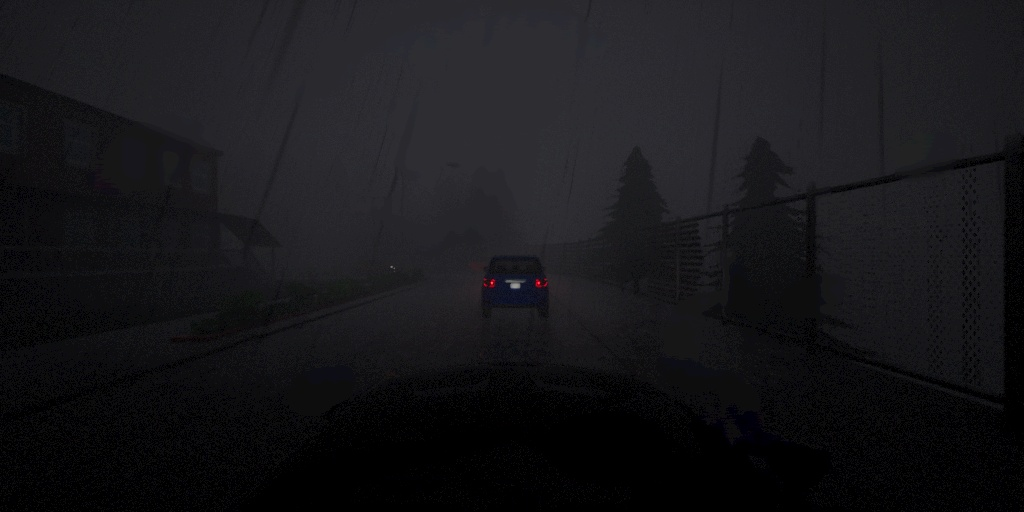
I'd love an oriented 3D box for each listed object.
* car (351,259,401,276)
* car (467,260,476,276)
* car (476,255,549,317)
[{"bbox_3d":[-13.288,1.104,35.284,4.553,1.767,2.097,0,0,3],"label":"car"},{"bbox_3d":[-2.446,0.975,35.689,2.150,2.045,5.566,1,-1,-35],"label":"car"},{"bbox_3d":[0.099,0.972,13.267,2.150,2.045,5.566,0,0,0],"label":"car"}]
